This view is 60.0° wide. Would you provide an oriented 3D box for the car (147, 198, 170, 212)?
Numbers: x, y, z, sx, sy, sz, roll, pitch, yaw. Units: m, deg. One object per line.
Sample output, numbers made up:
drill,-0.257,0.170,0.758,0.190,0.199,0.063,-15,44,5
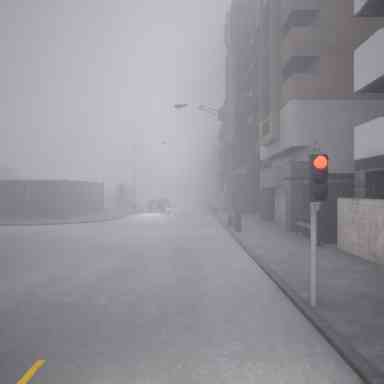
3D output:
car,-4.138,1.491,39.350,2.128,1.511,4.902,0,0,0
